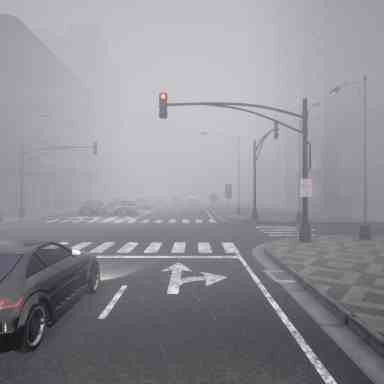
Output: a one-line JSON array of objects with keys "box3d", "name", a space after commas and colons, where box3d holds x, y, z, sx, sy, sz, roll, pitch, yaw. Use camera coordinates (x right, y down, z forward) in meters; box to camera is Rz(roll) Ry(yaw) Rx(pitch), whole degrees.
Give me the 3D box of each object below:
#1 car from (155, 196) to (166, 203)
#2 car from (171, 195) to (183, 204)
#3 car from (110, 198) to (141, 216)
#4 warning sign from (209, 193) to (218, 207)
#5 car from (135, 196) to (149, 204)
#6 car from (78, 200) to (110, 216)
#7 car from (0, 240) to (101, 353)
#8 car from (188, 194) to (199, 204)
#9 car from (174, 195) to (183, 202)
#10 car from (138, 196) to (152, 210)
[{"box3d": [-6.329, 1.510, 66.816, 2.033, 1.411, 5.357, 0, 0, 0], "name": "car"}, {"box3d": [-2.972, 1.442, 64.138, 1.882, 1.535, 5.008, 0, 0, 0], "name": "car"}, {"box3d": [-6.509, 1.594, 33.172, 1.895, 1.301, 4.718, 0, 0, -3], "name": "car"}, {"box3d": [2.975, 1.097, 46.286, 1.300, 1.860, 1.060, 0, 0, 0], "name": "warning sign"}, {"box3d": [-9.617, 1.529, 63.725, 1.994, 1.385, 4.181, 0, 0, 1], "name": "car"}, {"box3d": [-9.762, 1.520, 32.978, 1.812, 1.442, 4.674, 0, 0, -2], "name": "car"}, {"box3d": [-3.133, 1.564, 6.139, 1.994, 1.385, 4.181, 0, 0, 0], "name": "car"}, {"box3d": [0.274, 1.566, 63.578, 1.895, 1.301, 4.718, 0, 0, 0], "name": "car"}, {"box3d": [-3.042, 1.457, 74.192, 1.837, 1.490, 4.892, 0, 0, 0], "name": "car"}, {"box3d": [-6.480, 1.585, 43.860, 1.895, 1.301, 4.718, 0, 0, -1], "name": "car"}]
